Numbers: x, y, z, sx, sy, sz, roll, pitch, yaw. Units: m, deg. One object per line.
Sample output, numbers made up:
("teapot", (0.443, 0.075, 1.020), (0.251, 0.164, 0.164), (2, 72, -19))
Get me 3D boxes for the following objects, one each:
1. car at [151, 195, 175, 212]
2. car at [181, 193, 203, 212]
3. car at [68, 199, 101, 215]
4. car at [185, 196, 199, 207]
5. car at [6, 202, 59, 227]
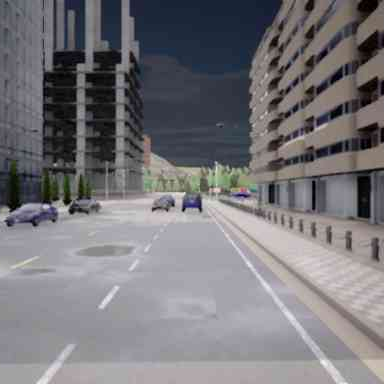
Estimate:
("car", (-3.387, 1.424, 36.882), (2.033, 1.411, 5.357), (0, 0, 0))
("car", (0.008, 1.100, 36.432), (2.150, 2.045, 5.566), (0, 0, 0))
("car", (-10.525, 1.437, 33.066), (2.033, 1.411, 5.357), (0, 0, 1))
("car", (0.012, 1.318, 47.776), (1.882, 1.535, 5.008), (0, 0, 0))
("car", (-10.581, 1.451, 22.453), (1.812, 1.442, 4.674), (0, 0, 0))
